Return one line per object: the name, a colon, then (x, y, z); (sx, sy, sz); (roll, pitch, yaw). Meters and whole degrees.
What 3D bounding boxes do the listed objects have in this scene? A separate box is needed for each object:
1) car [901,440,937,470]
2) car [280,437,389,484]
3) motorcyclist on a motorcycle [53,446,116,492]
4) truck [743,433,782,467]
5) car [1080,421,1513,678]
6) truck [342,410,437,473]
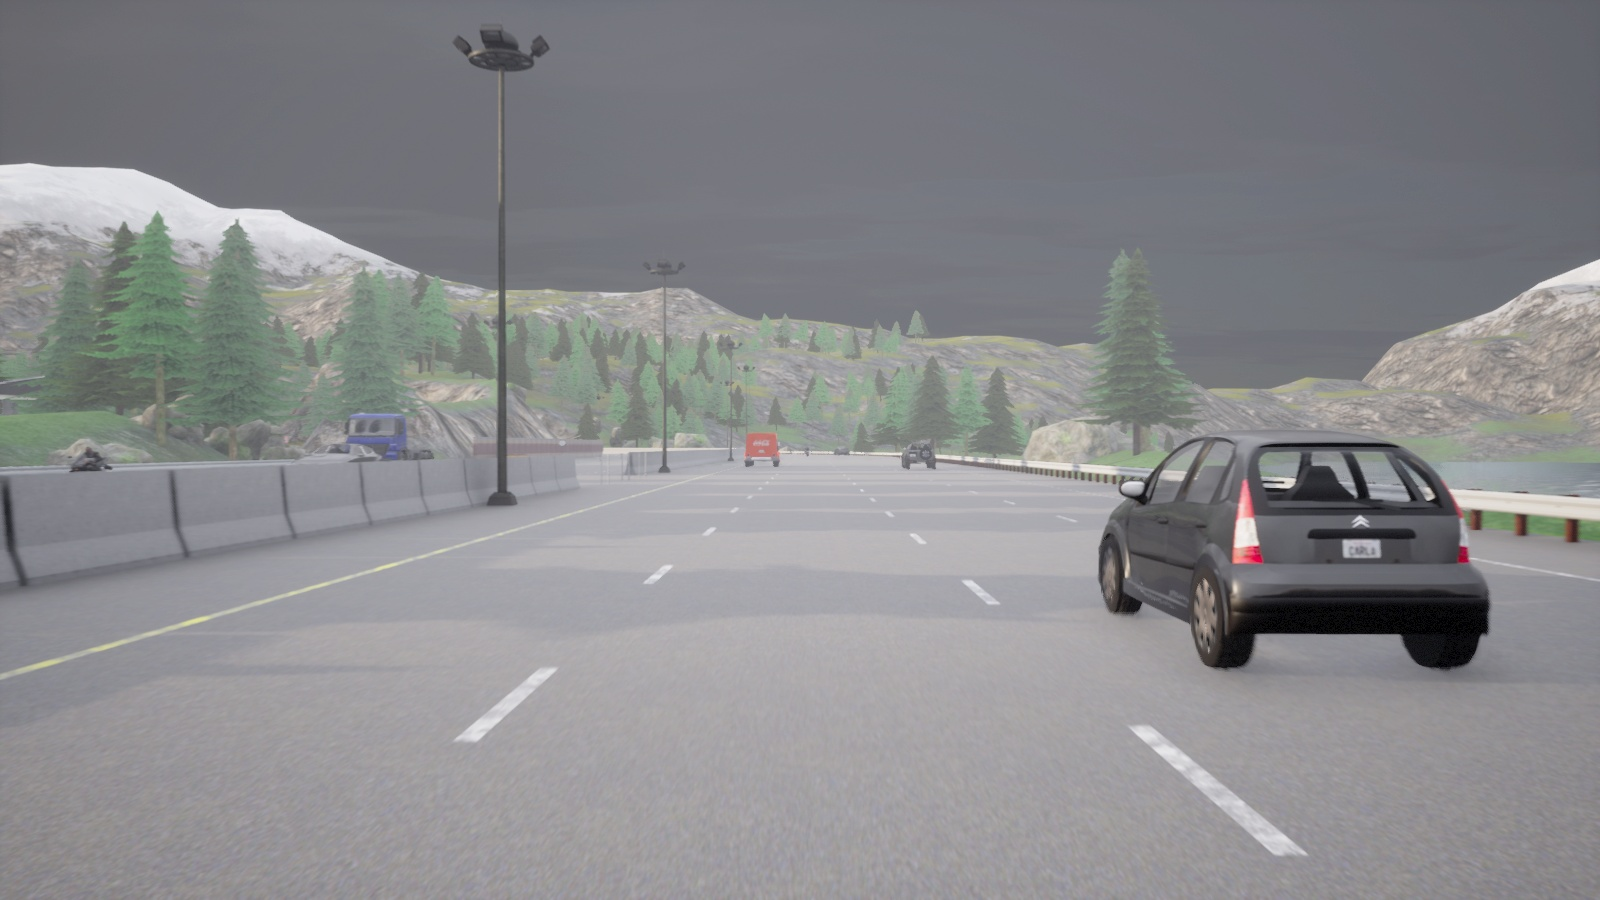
car: (7.671, 0.317, 81.465); (1.932, 1.855, 4.605); (0, 0, 0)
car: (-17.128, 0.367, 46.481); (2.152, 1.651, 5.027); (0, 0, 0)
motorcyclist on a motorcycle: (-24.163, 0.631, 42.463); (0.866, 1.530, 2.191); (0, 0, 0)
truck: (-2.732, -0.030, 92.841); (2.627, 2.467, 5.204); (0, 0, 0)
car: (3.573, 0.618, 9.907); (1.851, 1.617, 3.988); (0, 0, 0)
truck: (-23.899, -0.483, 73.543); (2.891, 3.462, 7.936); (0, 0, 1)
